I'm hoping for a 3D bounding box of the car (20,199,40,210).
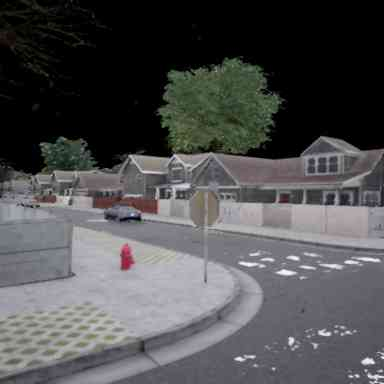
[{"bbox_3d":[-21.785,1.628,44.690,1.882,1.535,5.008,1,-1,-36],"label":"car"}]

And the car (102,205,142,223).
[{"bbox_3d":[-5.832,1.739,27.514,1.994,1.385,4.181,1,-1,-37],"label":"car"}]
